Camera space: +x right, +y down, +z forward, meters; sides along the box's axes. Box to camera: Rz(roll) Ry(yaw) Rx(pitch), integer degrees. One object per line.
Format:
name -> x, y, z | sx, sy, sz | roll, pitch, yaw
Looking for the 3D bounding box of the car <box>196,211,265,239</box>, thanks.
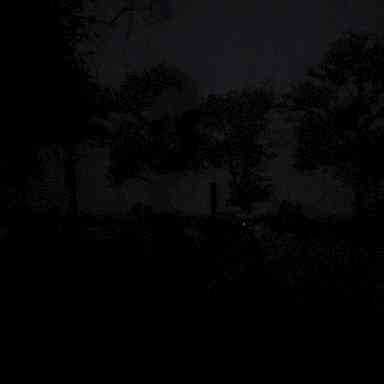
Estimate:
car -> 2.130, 1.833, 19.318 | 1.812, 1.442, 4.674 | 1, -2, -36
